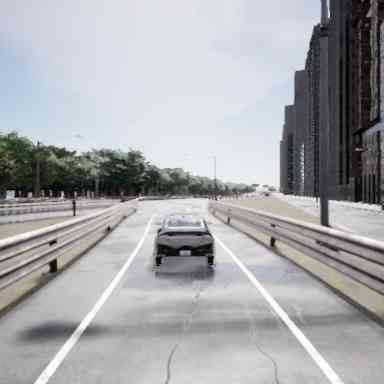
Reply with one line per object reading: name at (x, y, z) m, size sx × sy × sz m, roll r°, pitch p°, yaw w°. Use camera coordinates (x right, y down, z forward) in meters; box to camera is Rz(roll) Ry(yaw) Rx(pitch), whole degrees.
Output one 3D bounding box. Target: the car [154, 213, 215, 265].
car at (-0.305, 1.491, 11.718) m, size 2.128 × 1.511 × 4.902 m, roll 0°, pitch 0°, yaw -3°
